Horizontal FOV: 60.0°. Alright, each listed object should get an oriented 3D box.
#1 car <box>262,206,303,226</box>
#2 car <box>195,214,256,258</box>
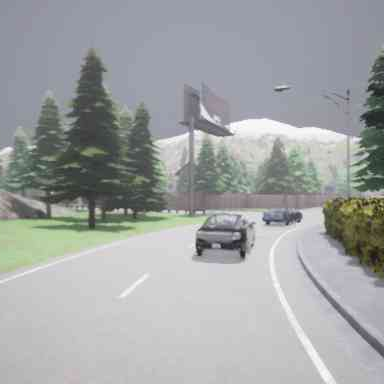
[{"bbox_3d":[7.238,1.826,26.376,2.033,1.411,5.357,0,-1,33],"label":"car"},{"bbox_3d":[1.479,1.628,13.529,2.128,1.511,4.902,0,0,16],"label":"car"}]
